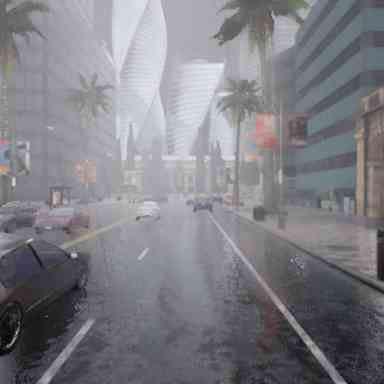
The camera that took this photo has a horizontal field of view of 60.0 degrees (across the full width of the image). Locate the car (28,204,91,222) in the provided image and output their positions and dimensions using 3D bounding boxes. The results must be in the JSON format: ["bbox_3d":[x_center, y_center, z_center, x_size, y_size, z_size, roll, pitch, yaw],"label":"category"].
[{"bbox_3d":[-7.110,1.511,18.811,1.812,1.442,4.674,0,0,0],"label":"car"}]

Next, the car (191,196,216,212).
[{"bbox_3d":[1.202,1.320,37.716,2.097,1.767,4.553,0,0,0],"label":"car"}]

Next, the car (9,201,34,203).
[{"bbox_3d":[-13.602,1.461,26.092,2.231,1.521,4.892,0,0,0],"label":"car"}]

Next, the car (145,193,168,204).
[{"bbox_3d":[-6.003,1.172,60.147,2.150,2.045,5.566,0,0,13],"label":"car"}]

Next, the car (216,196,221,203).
[{"bbox_3d":[4.293,1.428,68.004,1.994,1.385,4.181,0,0,33],"label":"car"}]

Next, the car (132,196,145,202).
[{"bbox_3d":[-9.351,1.443,60.831,2.128,1.511,4.902,0,0,12],"label":"car"}]

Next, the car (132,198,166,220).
[{"bbox_3d":[-3.430,1.503,27.419,1.812,1.442,4.674,0,0,0],"label":"car"}]

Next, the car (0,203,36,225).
[{"bbox_3d":[-10.609,1.549,19.011,1.994,1.385,4.181,0,0,0],"label":"car"}]

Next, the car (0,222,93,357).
[{"bbox_3d":[-3.406,1.543,5.956,2.033,1.411,5.357,0,0,0],"label":"car"}]

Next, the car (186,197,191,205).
[{"bbox_3d":[0.289,1.479,56.023,1.812,1.442,4.674,0,0,11],"label":"car"}]
